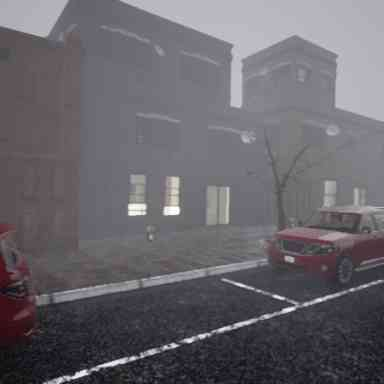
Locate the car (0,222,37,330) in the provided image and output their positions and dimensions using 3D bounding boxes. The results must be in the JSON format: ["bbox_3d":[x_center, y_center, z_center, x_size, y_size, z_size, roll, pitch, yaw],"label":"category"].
[{"bbox_3d":[-4.330,1.307,3.450,5.009,1.841,2.192,0,1,-35],"label":"car"}]

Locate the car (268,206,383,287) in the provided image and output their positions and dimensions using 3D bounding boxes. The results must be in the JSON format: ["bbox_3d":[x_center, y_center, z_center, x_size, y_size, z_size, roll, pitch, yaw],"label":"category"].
[{"bbox_3d":[4.479,1.366,9.724,5.009,1.841,2.192,0,1,-35],"label":"car"}]

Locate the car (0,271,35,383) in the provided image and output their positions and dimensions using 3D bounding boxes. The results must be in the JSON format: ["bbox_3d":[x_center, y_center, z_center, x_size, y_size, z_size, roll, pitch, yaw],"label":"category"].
[{"bbox_3d":[-3.315,1.493,1.016,4.892,1.490,1.837,0,0,-35],"label":"car"}]
